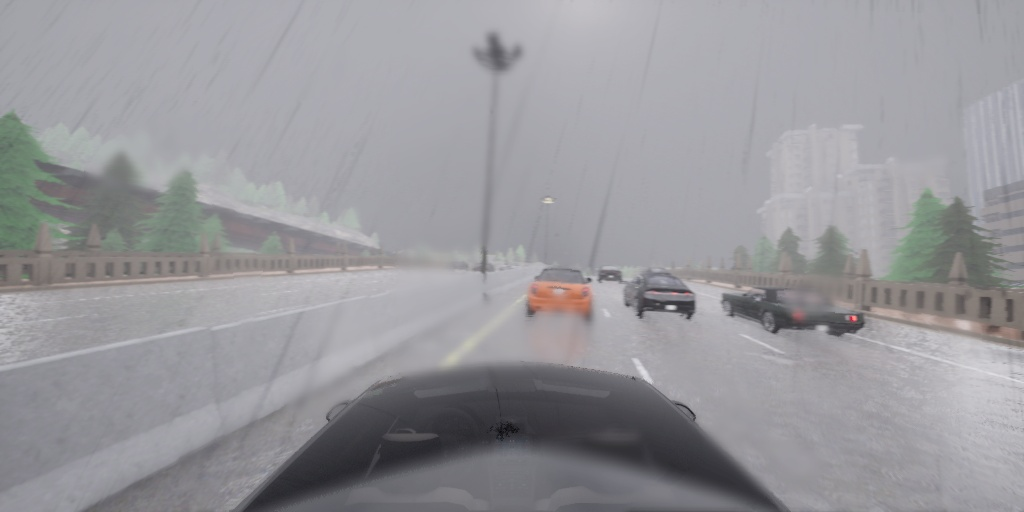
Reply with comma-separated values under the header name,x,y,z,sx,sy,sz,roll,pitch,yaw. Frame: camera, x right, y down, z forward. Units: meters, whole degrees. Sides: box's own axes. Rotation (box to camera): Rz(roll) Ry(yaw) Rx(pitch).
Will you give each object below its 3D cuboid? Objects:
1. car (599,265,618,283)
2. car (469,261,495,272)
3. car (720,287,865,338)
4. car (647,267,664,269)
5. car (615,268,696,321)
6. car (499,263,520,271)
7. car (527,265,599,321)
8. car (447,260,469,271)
name,x,y,z,sx,sy,sz,roll,pitch,yaw
car,8.489,1.537,31.627,1.882,1.535,5.008,2,0,10
car,-3.501,1.331,45.349,1.994,1.385,4.181,2,-2,10
car,8.686,1.668,11.753,1.895,1.301,4.718,2,0,10
car,11.663,1.668,29.411,2.128,1.511,4.902,2,0,10
car,5.493,1.442,13.831,2.128,1.511,4.902,2,0,10
car,-0.259,1.450,43.603,1.895,1.301,4.718,2,-2,10
car,1.844,1.168,13.196,2.097,1.767,4.553,2,0,10
car,-6.867,1.245,46.413,1.994,1.385,4.181,2,-2,10
